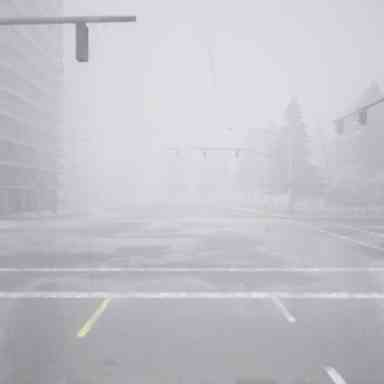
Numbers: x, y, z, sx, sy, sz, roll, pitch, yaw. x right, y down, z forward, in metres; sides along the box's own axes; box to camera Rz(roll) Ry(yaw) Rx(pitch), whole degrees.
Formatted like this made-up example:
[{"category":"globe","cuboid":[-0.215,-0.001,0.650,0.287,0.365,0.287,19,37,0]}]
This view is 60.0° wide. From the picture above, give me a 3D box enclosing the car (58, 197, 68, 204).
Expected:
[{"category":"car","cuboid":[-26.645,1.608,65.474,4.674,1.442,1.812,0,0,24]}]
